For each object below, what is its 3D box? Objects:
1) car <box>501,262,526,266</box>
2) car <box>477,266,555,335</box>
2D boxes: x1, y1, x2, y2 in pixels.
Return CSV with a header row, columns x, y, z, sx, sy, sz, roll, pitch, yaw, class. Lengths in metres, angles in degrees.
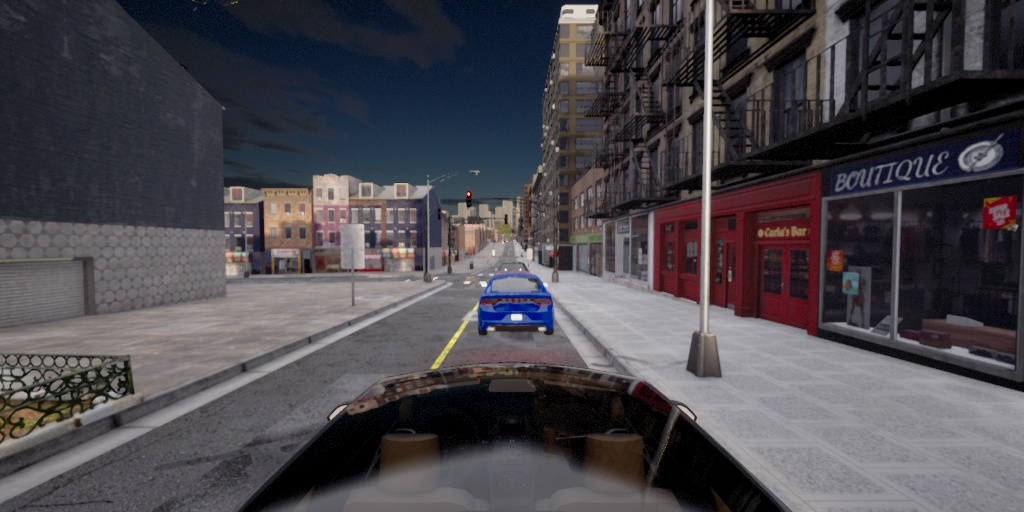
x,y,z,sx,sy,sz,roll,pitch,yaw,class
0.053,1.095,20.495,2.097,1.767,4.553,0,0,0,car
0.087,1.222,10.502,1.882,1.535,5.008,0,0,0,car
